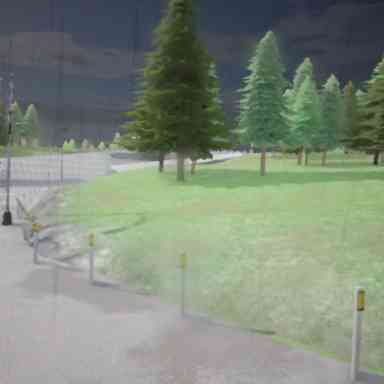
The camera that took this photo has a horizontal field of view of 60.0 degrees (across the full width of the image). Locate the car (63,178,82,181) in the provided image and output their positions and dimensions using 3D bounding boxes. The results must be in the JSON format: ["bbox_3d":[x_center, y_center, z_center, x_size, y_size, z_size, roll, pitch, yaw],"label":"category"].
[{"bbox_3d":[-31.342,-2.952,88.050,2.128,1.511,4.902,4,2,23],"label":"car"}]

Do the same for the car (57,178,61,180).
[{"bbox_3d":[-34.730,-3.127,89.006,1.994,1.385,4.181,4,2,23],"label":"car"}]
